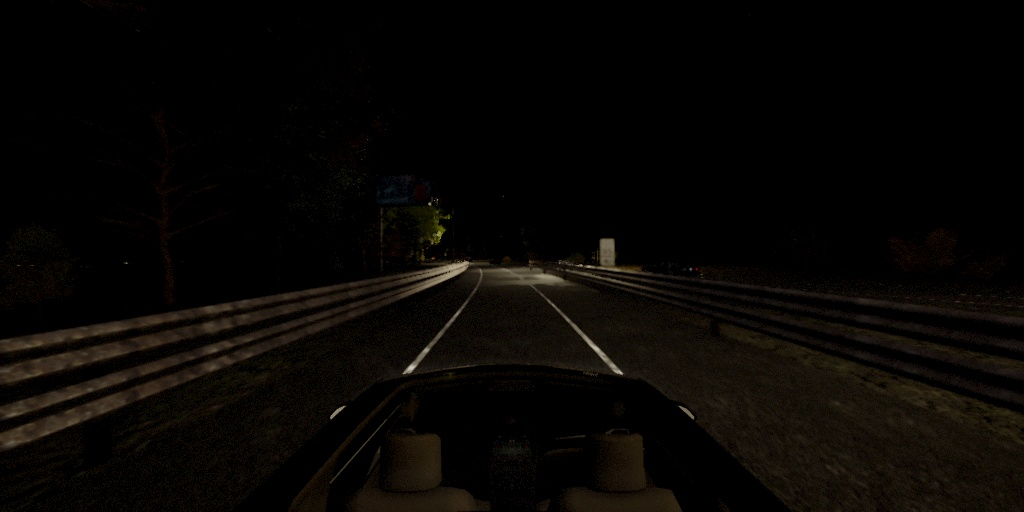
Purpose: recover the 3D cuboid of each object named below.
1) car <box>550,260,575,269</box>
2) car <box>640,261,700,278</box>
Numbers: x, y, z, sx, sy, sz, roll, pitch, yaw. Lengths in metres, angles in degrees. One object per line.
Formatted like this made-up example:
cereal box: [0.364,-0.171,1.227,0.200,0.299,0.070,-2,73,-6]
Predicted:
car: [7.053,1.259,50.942,1.895,1.301,4.718,-1,0,-18]
car: [13.478,1.114,30.920,2.033,1.411,5.357,-1,0,-18]
